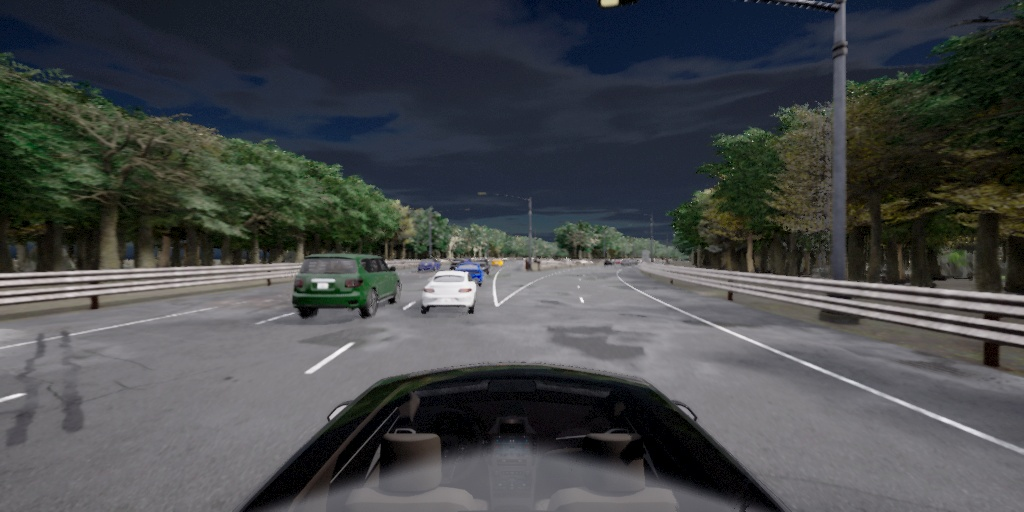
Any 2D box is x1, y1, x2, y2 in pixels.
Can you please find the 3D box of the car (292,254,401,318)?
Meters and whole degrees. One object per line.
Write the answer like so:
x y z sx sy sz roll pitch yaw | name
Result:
-5.633 0.943 12.968 2.150 2.045 5.566 0 0 -4 | car

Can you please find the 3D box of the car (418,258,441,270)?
-10.383 1.081 45.495 2.097 1.767 4.553 1 0 0 | car

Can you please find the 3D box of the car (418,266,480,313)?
-2.292 1.276 13.868 1.812 1.442 4.674 0 0 -4 | car

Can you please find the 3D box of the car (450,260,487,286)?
-2.979 1.234 25.342 1.882 1.535 5.008 0 0 -3 | car

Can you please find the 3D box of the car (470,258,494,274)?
-3.429 1.284 41.105 1.837 1.490 4.892 0 0 -1 | car
